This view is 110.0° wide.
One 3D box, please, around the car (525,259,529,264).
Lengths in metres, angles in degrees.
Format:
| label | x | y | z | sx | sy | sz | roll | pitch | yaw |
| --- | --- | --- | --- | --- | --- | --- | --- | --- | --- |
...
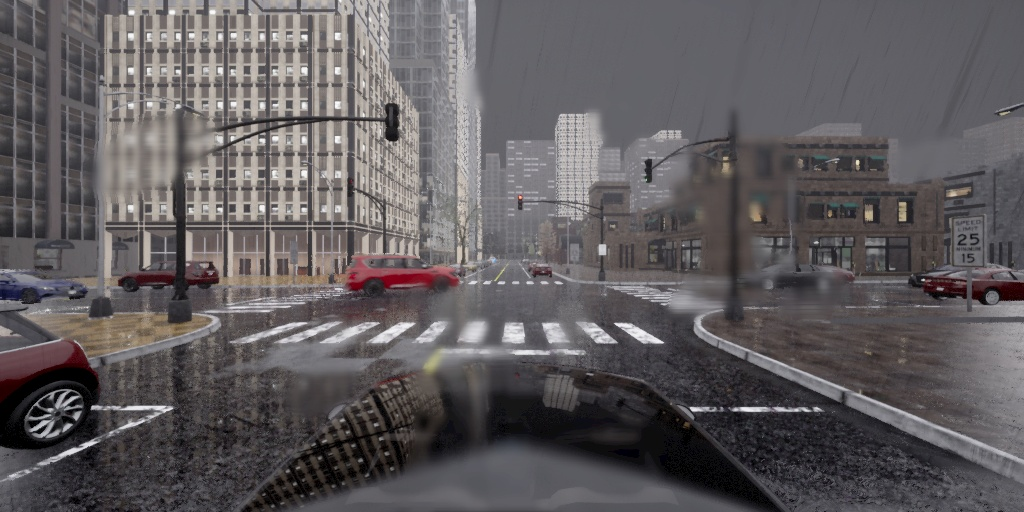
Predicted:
| label | x | y | z | sx | sy | sz | roll | pitch | yaw |
| --- | --- | --- | --- | --- | --- | --- | --- | --- | --- |
| car | 2.916 | 1.350 | 45.786 | 1.802 | 1.307 | 4.207 | 0 | 0 | 0 |

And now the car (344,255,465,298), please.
| label | x | y | z | sx | sy | sz | roll | pitch | yaw |
| --- | --- | --- | --- | --- | --- | --- | --- | --- | --- |
| car | -5.583 | 0.976 | 18.498 | 5.566 | 2.045 | 2.150 | 0 | 1 | -25 |

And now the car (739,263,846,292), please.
| label | x | y | z | sx | sy | sz | roll | pitch | yaw |
| --- | --- | --- | --- | --- | --- | --- | --- | --- | --- |
| car | 15.143 | 1.148 | 19.934 | 4.892 | 1.490 | 1.837 | 0 | 0 | -1 |

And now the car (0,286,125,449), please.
| label | x | y | z | sx | sy | sz | roll | pitch | yaw |
| --- | --- | --- | --- | --- | --- | --- | --- | --- | --- |
| car | -5.691 | 1.190 | 2.281 | 1.967 | 1.591 | 4.097 | 0 | 0 | 0 |

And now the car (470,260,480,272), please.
| label | x | y | z | sx | sy | sz | roll | pitch | yaw |
| --- | --- | --- | --- | --- | --- | --- | --- | --- | --- |
| car | -5.466 | 1.293 | 45.659 | 1.751 | 1.417 | 4.829 | 0 | 0 | 0 |

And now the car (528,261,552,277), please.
| label | x | y | z | sx | sy | sz | roll | pitch | yaw |
| --- | --- | --- | --- | --- | --- | --- | --- | --- | --- |
| car | 2.859 | 1.305 | 34.704 | 1.888 | 1.381 | 4.507 | 0 | 0 | 0 |

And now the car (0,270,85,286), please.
| label | x | y | z | sx | sy | sz | roll | pitch | yaw |
| --- | --- | --- | --- | --- | --- | --- | --- | --- | --- |
| car | -22.392 | 1.416 | 16.363 | 4.674 | 1.442 | 1.812 | -1 | 0 | -1 |

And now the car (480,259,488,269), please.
| label | x | y | z | sx | sy | sz | roll | pitch | yaw |
| --- | --- | --- | --- | --- | --- | --- | --- | --- | --- |
| car | -5.406 | 1.327 | 56.911 | 2.007 | 1.370 | 4.403 | 0 | 0 | 0 |

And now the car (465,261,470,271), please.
| label | x | y | z | sx | sy | sz | roll | pitch | yaw |
| --- | --- | --- | --- | --- | --- | --- | --- | --- | --- |
| car | -5.522 | 1.342 | 34.748 | 1.802 | 1.307 | 4.207 | 0 | 0 | 0 |

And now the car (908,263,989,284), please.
| label | x | y | z | sx | sy | sz | roll | pitch | yaw |
| --- | --- | --- | --- | --- | --- | --- | --- | --- | --- |
| car | 24.946 | 1.142 | 20.039 | 4.181 | 1.385 | 1.994 | 0 | 0 | -1 |

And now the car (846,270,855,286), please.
| label | x | y | z | sx | sy | sz | roll | pitch | yaw |
| --- | --- | --- | --- | --- | --- | --- | --- | --- | --- |
| car | 19.053 | 1.203 | 22.561 | 4.207 | 1.307 | 1.802 | 0 | 0 | -1 |

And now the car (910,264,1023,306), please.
| label | x | y | z | sx | sy | sz | roll | pitch | yaw |
| --- | --- | --- | --- | --- | --- | --- | --- | --- | --- |
| car | 19.136 | 1.153 | 14.181 | 4.507 | 1.381 | 1.888 | 0 | 0 | -1 |

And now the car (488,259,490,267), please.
| label | x | y | z | sx | sy | sz | roll | pitch | yaw |
| --- | --- | --- | --- | --- | --- | --- | --- | --- | --- |
| car | -5.378 | 1.347 | 62.451 | 1.948 | 1.339 | 4.313 | 0 | 0 | 0 |

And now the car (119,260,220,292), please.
| label | x | y | z | sx | sy | sz | roll | pitch | yaw |
| --- | --- | --- | --- | --- | --- | --- | --- | --- | --- |
| car | -21.019 | 1.204 | 22.165 | 5.009 | 1.841 | 2.192 | 0 | 0 | -1 |
